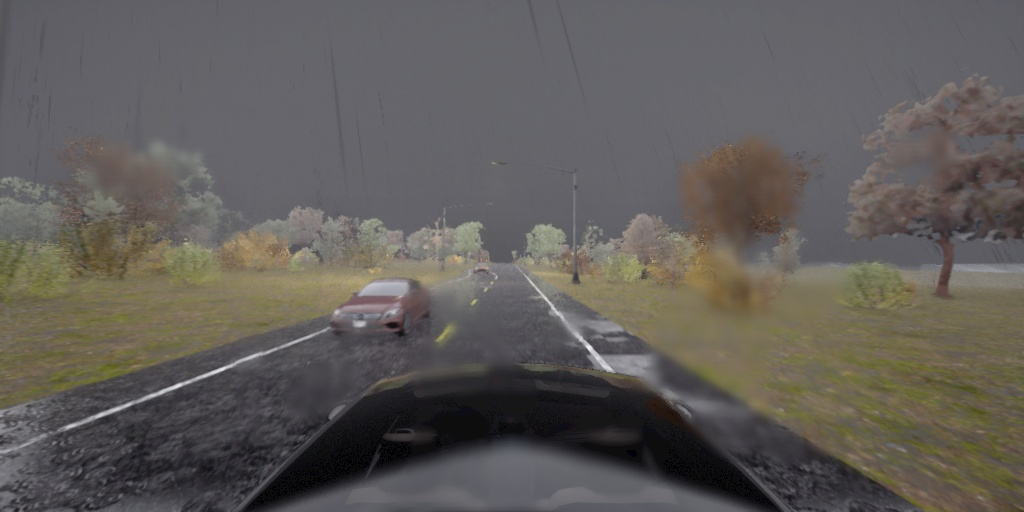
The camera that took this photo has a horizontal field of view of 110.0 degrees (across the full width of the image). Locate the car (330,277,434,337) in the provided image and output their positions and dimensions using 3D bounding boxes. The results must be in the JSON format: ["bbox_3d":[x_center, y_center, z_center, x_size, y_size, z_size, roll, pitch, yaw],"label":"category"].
[{"bbox_3d":[-3.604,1.386,10.831,1.812,1.442,4.674,0,-1,0],"label":"car"}]

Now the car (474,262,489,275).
[{"bbox_3d":[-4.370,1.728,51.584,2.097,1.767,4.553,0,-1,-5],"label":"car"}]
